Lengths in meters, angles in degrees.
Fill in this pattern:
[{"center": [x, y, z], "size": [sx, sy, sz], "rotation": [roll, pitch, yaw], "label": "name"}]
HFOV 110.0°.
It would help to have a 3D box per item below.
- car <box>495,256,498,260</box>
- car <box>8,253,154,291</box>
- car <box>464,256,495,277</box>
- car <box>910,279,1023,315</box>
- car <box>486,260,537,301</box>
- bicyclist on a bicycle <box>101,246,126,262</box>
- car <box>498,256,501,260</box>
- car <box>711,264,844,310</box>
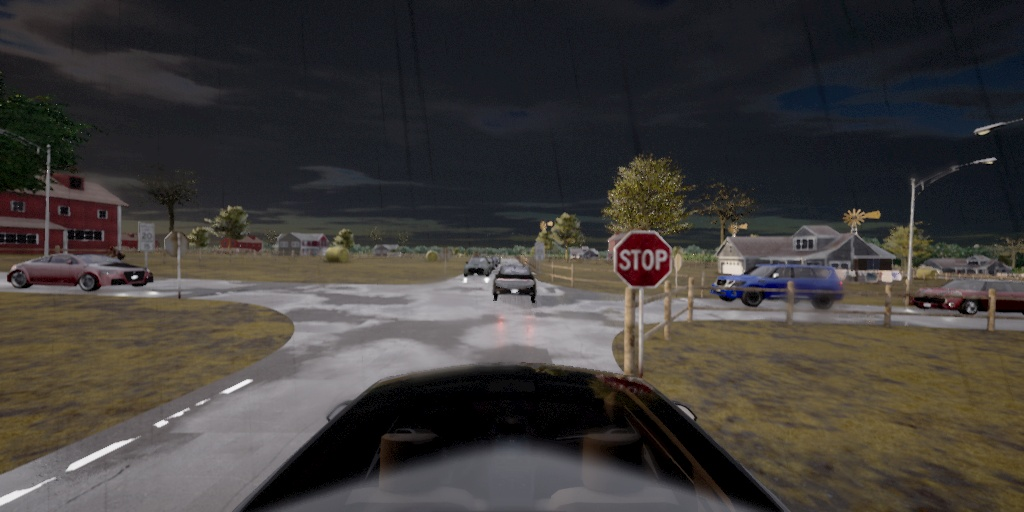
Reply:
[{"center": [-2.915, 0.923, 41.020], "size": [1.837, 1.490, 4.892], "rotation": [0, 0, 0], "label": "car"}, {"center": [-17.185, 0.592, 14.445], "size": [4.181, 1.385, 1.994], "rotation": [2, 0, 0], "label": "car"}, {"center": [-2.907, 0.853, 31.118], "size": [2.097, 1.767, 4.553], "rotation": [0, 0, 0], "label": "car"}, {"center": [22.563, 1.903, 17.535], "size": [4.553, 1.767, 2.097], "rotation": [2, 0, 0], "label": "car"}, {"center": [0.112, 1.162, 16.765], "size": [2.128, 1.511, 4.902], "rotation": [2, 0, 0], "label": "car"}, {"center": [-22.655, 0.239, 20.412], "size": [0.582, 1.620, 1.656], "rotation": [2, 0, 0], "label": "bicyclist on a bicycle"}, {"center": [-2.928, 0.887, 51.309], "size": [2.033, 1.411, 5.357], "rotation": [0, 0, 0], "label": "car"}, {"center": [12.852, 1.387, 17.504], "size": [5.566, 2.045, 2.150], "rotation": [2, 0, 0], "label": "car"}]
